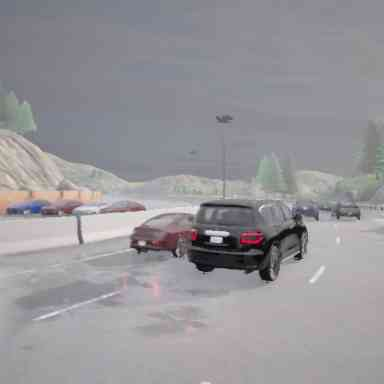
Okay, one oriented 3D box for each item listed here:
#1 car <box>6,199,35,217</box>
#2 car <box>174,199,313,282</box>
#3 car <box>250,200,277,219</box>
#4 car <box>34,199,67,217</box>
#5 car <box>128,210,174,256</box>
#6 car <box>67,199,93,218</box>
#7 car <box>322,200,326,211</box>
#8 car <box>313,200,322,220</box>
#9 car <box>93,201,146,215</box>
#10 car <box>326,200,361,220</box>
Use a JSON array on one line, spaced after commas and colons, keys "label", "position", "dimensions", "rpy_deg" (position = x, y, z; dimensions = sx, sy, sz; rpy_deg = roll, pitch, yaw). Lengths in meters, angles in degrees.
[{"label": "car", "position": [-15.135, 1.448, 31.650], "dimensions": [1.882, 1.535, 5.008], "rpy_deg": [0, 0, 19]}, {"label": "car", "position": [1.962, 1.242, 10.240], "dimensions": [2.150, 2.045, 5.566], "rpy_deg": [0, 0, 31]}, {"label": "car", "position": [6.686, 1.558, 30.714], "dimensions": [2.128, 1.511, 4.902], "rpy_deg": [0, 0, 16]}, {"label": "car", "position": [-11.719, 1.463, 30.826], "dimensions": [1.882, 1.535, 5.008], "rpy_deg": [0, 0, 19]}, {"label": "car", "position": [-0.507, 1.538, 13.029], "dimensions": [1.812, 1.442, 4.674], "rpy_deg": [0, 0, 30]}, {"label": "car", "position": [-8.522, 1.523, 29.416], "dimensions": [1.812, 1.442, 4.674], "rpy_deg": [0, 0, 20]}, {"label": "car", "position": [15.617, 1.682, 40.109], "dimensions": [1.994, 1.385, 4.181], "rpy_deg": [0, 0, 8]}, {"label": "car", "position": [9.923, 1.431, 29.458], "dimensions": [2.097, 1.767, 4.553], "rpy_deg": [0, 0, 16]}, {"label": "car", "position": [-5.610, 1.485, 27.287], "dimensions": [1.882, 1.535, 5.008], "rpy_deg": [0, 0, 20]}, {"label": "car", "position": [13.513, 1.586, 29.437], "dimensions": [2.128, 1.511, 4.902], "rpy_deg": [0, 0, 15]}]
